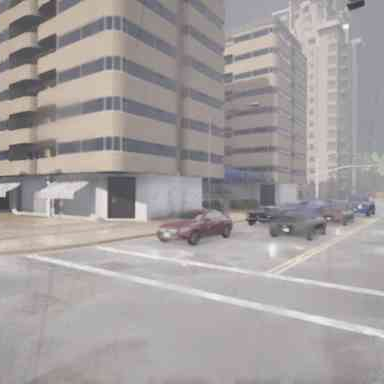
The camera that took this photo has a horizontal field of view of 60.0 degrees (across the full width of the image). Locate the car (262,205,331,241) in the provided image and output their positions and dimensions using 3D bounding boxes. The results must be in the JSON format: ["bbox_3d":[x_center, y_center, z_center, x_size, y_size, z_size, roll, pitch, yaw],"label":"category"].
[{"bbox_3d":[5.568,1.618,17.323,1.994,1.385,4.181,0,0,35],"label":"car"}]

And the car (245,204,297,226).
[{"bbox_3d":[5.512,1.648,23.313,1.895,1.301,4.718,0,0,35],"label":"car"}]

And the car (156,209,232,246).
[{"bbox_3d":[0.282,1.554,15.867,1.812,1.442,4.674,0,0,35],"label":"car"}]

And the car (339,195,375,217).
[{"bbox_3d":[16.591,1.314,32.907,2.150,2.045,5.566,0,0,36],"label":"car"}]

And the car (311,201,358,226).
[{"bbox_3d":[10.402,1.635,24.149,1.994,1.385,4.181,0,0,36],"label":"car"}]

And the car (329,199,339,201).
[{"bbox_3d":[16.568,1.591,38.915,1.837,1.490,4.892,0,0,36],"label":"car"}]

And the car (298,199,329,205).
[{"bbox_3d":[10.814,1.543,30.810,1.882,1.535,5.008,0,0,35],"label":"car"}]
